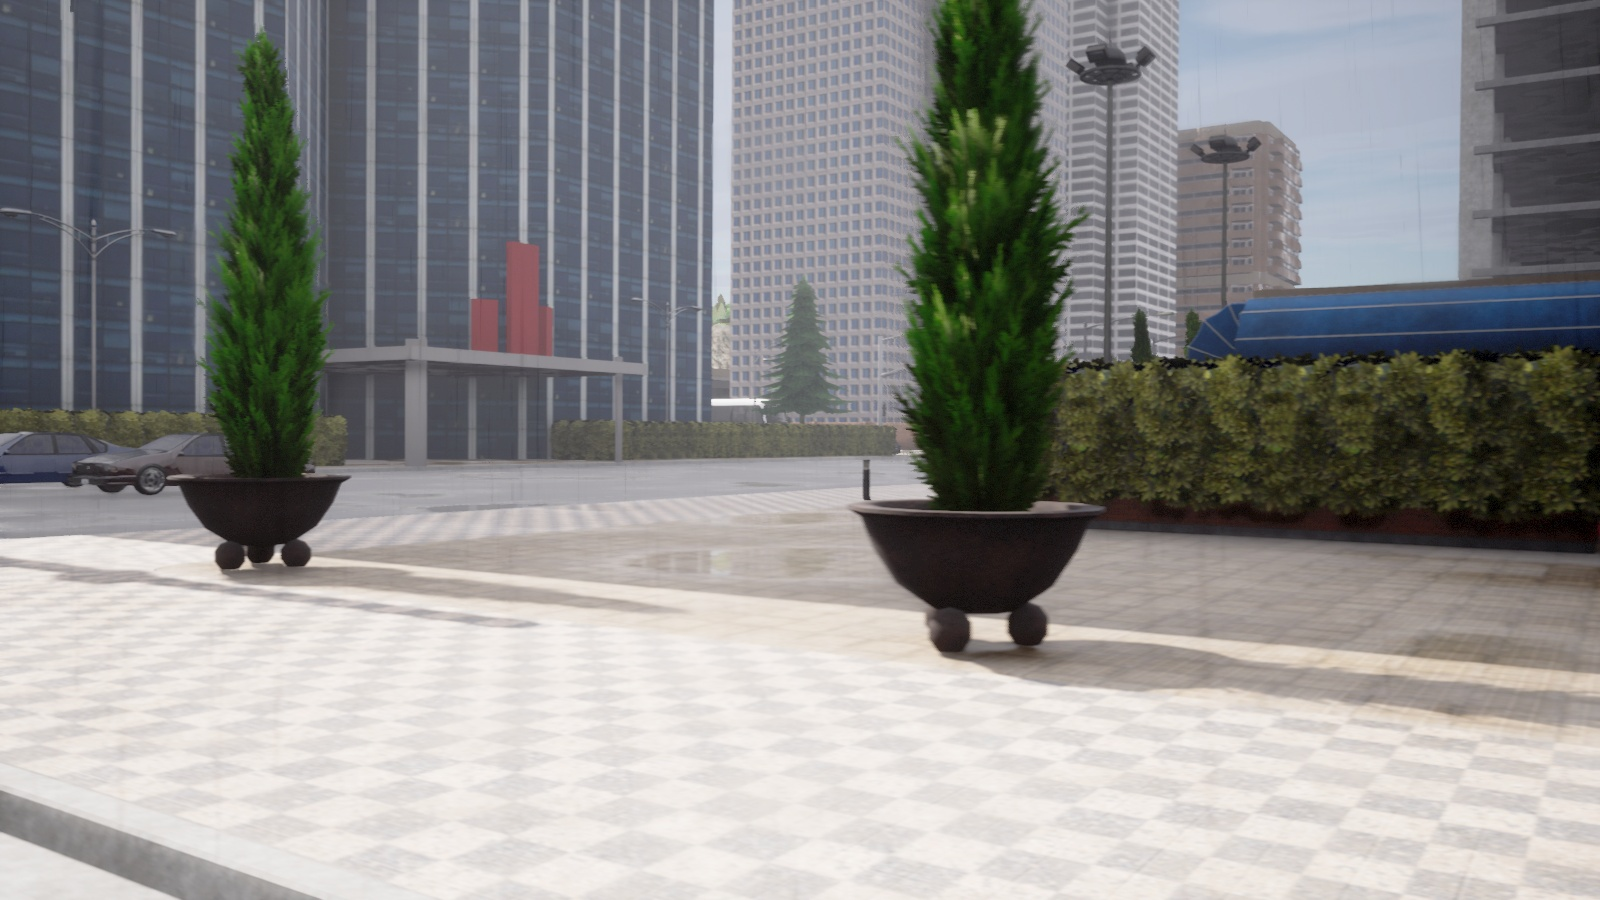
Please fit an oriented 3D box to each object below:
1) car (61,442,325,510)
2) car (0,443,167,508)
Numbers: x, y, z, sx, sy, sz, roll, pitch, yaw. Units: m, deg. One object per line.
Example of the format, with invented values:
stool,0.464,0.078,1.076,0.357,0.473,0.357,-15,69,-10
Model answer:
car,-14.221,0.545,29.791,2.033,1.411,5.357,0,1,33
car,-18.276,0.585,29.977,2.033,1.411,5.357,0,1,33
